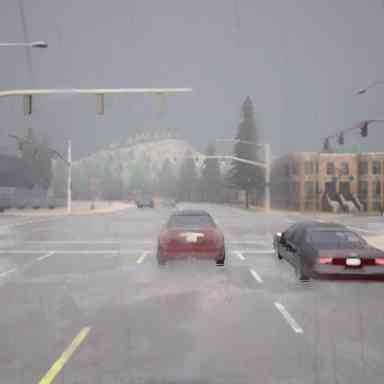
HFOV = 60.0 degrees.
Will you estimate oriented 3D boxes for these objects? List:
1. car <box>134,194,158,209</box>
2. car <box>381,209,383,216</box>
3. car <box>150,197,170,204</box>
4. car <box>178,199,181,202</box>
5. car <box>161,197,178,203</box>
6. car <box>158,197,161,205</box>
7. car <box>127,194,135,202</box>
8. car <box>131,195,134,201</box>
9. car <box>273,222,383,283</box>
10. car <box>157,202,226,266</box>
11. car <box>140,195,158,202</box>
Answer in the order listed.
[{"bbox_3d":[-6.824,1.464,49.935,2.150,2.045,5.566,0,0,-1],"label":"car"},{"bbox_3d":[19.839,1.654,30.278,4.892,1.490,1.837,0,0,0],"label":"car"},{"bbox_3d":[-7.403,1.913,76.470,2.033,1.411,5.357,0,0,-35],"label":"car"},{"bbox_3d":[-4.745,1.927,78.807,2.033,1.411,5.357,0,0,-35],"label":"car"},{"bbox_3d":[-3.420,1.757,51.242,1.837,1.490,4.892,0,0,-2],"label":"car"},{"bbox_3d":[-6.583,1.810,67.466,1.882,1.535,5.008,0,0,-22],"label":"car"},{"bbox_3d":[-14.139,1.534,84.635,5.566,2.045,2.150,0,0,43],"label":"car"},{"bbox_3d":[-10.125,1.831,66.887,2.128,1.511,4.902,0,0,-22],"label":"car"},{"bbox_3d":[3.724,1.597,9.838,2.033,1.411,5.357,0,0,4],"label":"car"},{"bbox_3d":[-0.097,1.412,11.933,2.097,1.767,4.553,0,0,-2],"label":"car"},{"bbox_3d":[-11.298,1.632,86.761,4.553,1.767,2.097,0,0,43],"label":"car"}]
